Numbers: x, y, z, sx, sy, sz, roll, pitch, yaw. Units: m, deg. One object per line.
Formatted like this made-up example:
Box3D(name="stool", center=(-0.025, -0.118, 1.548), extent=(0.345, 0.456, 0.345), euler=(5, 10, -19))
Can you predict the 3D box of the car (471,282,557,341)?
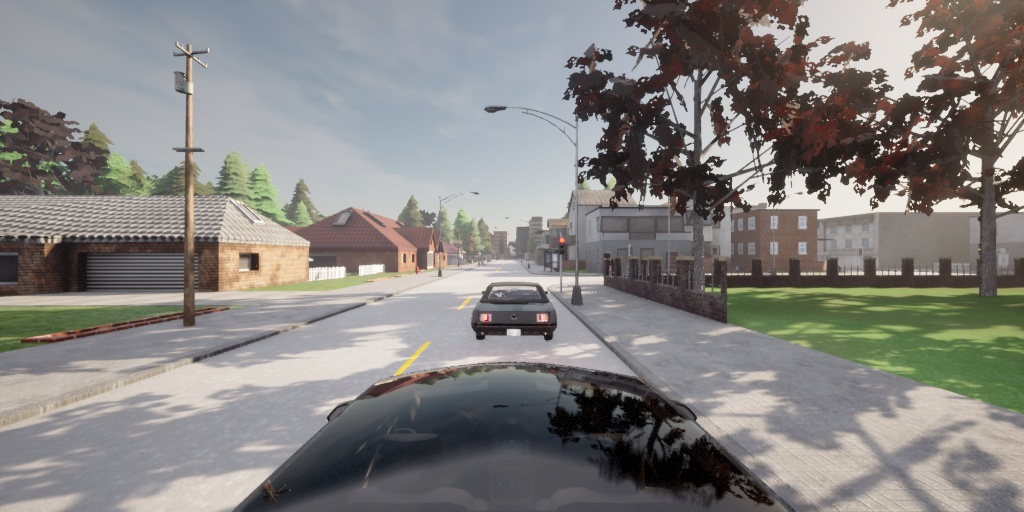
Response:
Box3D(name="car", center=(0.078, 1.351, 9.906), extent=(1.895, 1.301, 4.718), euler=(0, 0, 1))
